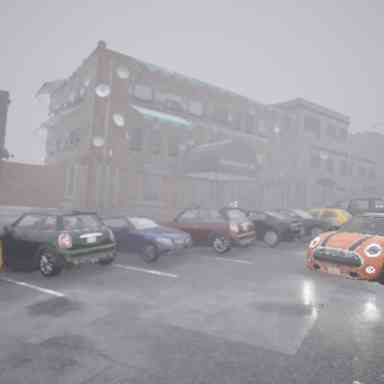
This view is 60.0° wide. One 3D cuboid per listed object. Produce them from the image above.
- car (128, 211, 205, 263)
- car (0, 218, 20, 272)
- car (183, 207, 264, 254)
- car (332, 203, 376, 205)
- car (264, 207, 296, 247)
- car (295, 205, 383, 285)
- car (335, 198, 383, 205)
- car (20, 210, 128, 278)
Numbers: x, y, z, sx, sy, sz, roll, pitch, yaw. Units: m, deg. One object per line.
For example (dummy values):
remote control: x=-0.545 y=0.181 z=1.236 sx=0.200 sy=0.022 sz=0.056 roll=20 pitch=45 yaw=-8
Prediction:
car: x=-2.129 y=1.532 z=12.075 sx=4.674 sy=1.452 sz=2.002 roll=-1 pitch=-1 yaw=35
car: x=-6.908 y=1.470 z=8.658 sx=5.008 sy=1.535 sz=2.097 roll=-1 pitch=-1 yaw=35
car: x=0.281 y=1.385 z=13.748 sx=4.553 sy=1.767 sz=2.185 roll=-1 pitch=-1 yaw=35
car: x=7.292 y=1.600 z=18.962 sx=5.366 sy=1.575 sz=1.946 roll=-1 pitch=-1 yaw=35
car: x=2.658 y=1.535 z=15.461 sx=5.008 sy=1.535 sz=2.097 roll=-1 pitch=-1 yaw=35
car: x=5.398 y=1.404 z=9.663 sx=4.553 sy=1.767 sz=2.097 roll=1 pitch=0 yaw=-35
car: x=9.813 y=1.396 z=20.565 sx=5.566 sy=2.045 sz=2.435 roll=-1 pitch=-1 yaw=35
car: x=-4.499 y=1.354 z=10.348 sx=4.553 sy=1.767 sz=2.185 roll=-1 pitch=-1 yaw=35
